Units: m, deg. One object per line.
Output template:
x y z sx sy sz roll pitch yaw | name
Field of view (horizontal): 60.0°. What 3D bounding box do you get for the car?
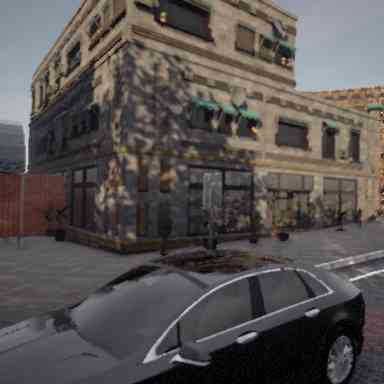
0.032 1.506 3.704 4.892 1.490 1.837 0 0 -35 | car
